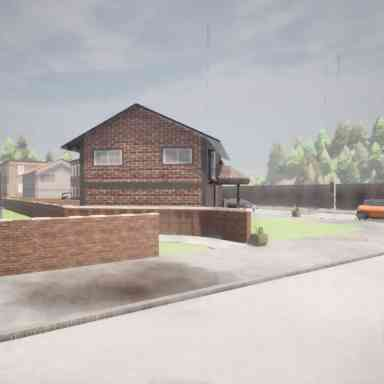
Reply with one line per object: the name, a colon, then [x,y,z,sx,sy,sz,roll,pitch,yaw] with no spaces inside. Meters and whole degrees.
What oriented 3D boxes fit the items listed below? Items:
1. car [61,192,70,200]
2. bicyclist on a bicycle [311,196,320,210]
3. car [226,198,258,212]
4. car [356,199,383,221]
car: [-14.083,0.973,38.794,1.905,1.878,3.866,0,0,-35]
bicyclist on a bicycle: [14.683,1.349,39.508,1.656,1.620,0.582,0,0,-36]
car: [5.372,1.491,38.100,2.128,1.511,4.902,0,0,-35]
car: [14.840,1.352,24.832,2.097,1.767,4.553,0,0,-36]
